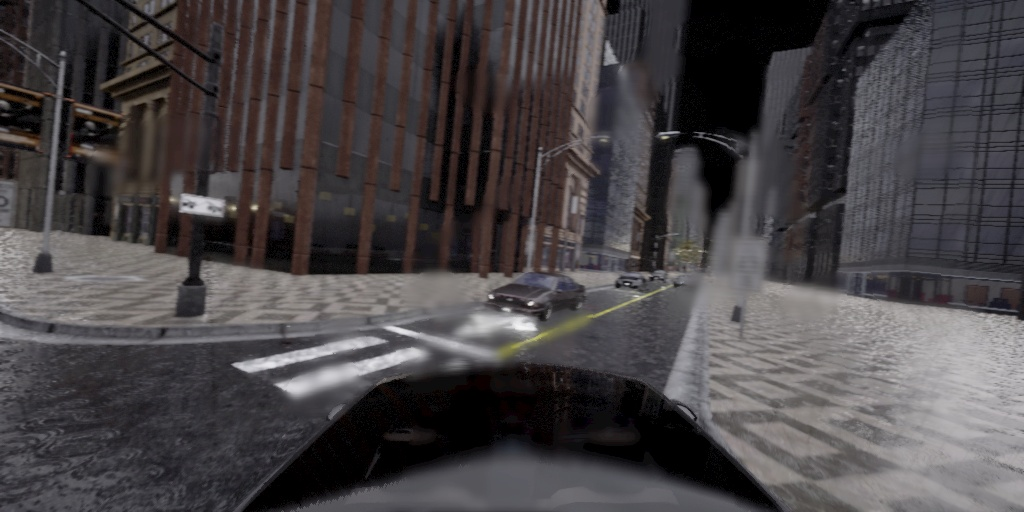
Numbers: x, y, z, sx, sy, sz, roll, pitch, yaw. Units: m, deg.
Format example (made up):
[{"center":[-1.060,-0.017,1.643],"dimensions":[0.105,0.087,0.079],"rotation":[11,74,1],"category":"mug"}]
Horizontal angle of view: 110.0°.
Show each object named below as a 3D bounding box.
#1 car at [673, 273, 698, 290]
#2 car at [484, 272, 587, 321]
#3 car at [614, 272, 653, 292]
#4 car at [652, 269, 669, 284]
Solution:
[{"center":[18.088,2.722,37.499],"dimensions":[1.994,1.385,4.181],"rotation":[6,1,29],"category":"car"},{"center":[1.177,1.308,12.930],"dimensions":[2.033,1.411,5.357],"rotation":[6,1,29],"category":"car"},{"center":[9.489,1.980,28.234],"dimensions":[1.994,1.385,4.181],"rotation":[6,1,29],"category":"car"},{"center":[17.576,2.357,42.883],"dimensions":[1.837,1.490,4.892],"rotation":[6,1,29],"category":"car"}]
